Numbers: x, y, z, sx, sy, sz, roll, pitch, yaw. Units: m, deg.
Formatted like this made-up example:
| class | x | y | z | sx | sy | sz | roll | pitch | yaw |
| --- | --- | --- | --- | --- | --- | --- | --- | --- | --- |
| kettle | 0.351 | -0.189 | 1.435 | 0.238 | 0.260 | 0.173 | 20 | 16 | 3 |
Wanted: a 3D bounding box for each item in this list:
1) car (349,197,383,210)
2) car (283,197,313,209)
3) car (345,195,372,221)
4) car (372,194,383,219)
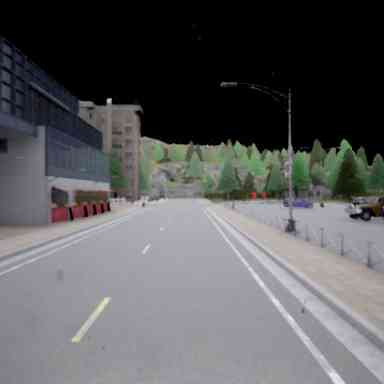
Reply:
| class | x | y | z | sx | sy | sz | roll | pitch | yaw |
| --- | --- | --- | --- | --- | --- | --- | --- | --- | --- |
| car | 21.075 | 1.371 | 39.664 | 3.806 | 1.475 | 1.970 | 0 | 0 | -1 |
| car | 13.636 | 1.385 | 42.599 | 3.633 | 1.501 | 1.845 | 0 | 0 | -1 |
| car | 13.612 | 1.093 | 24.015 | 4.605 | 1.855 | 1.932 | 0 | 0 | -1 |
| car | 14.042 | 1.068 | 21.112 | 3.866 | 1.878 | 1.905 | 0 | 0 | -1 |
